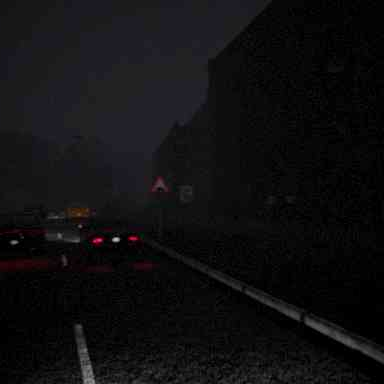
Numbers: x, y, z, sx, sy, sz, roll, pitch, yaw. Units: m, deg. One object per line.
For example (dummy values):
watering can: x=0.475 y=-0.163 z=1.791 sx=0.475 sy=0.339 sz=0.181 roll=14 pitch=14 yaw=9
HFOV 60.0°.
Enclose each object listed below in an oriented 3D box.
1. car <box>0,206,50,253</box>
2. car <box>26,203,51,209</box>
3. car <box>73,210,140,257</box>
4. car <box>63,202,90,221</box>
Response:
car: x=-7.159 y=1.601 z=13.948 sx=1.882 sy=1.535 sz=5.008 roll=1 pitch=0 yaw=-22
car: x=-12.714 y=1.643 z=27.079 sx=1.837 sy=1.490 sz=4.892 roll=0 pitch=1 yaw=-22
car: x=-3.541 y=1.690 z=13.680 sx=2.033 sy=1.411 sz=5.357 roll=1 pitch=0 yaw=-22
car: x=-10.008 y=1.638 z=29.048 sx=1.882 sy=1.535 sz=5.008 roll=1 pitch=0 yaw=-22
